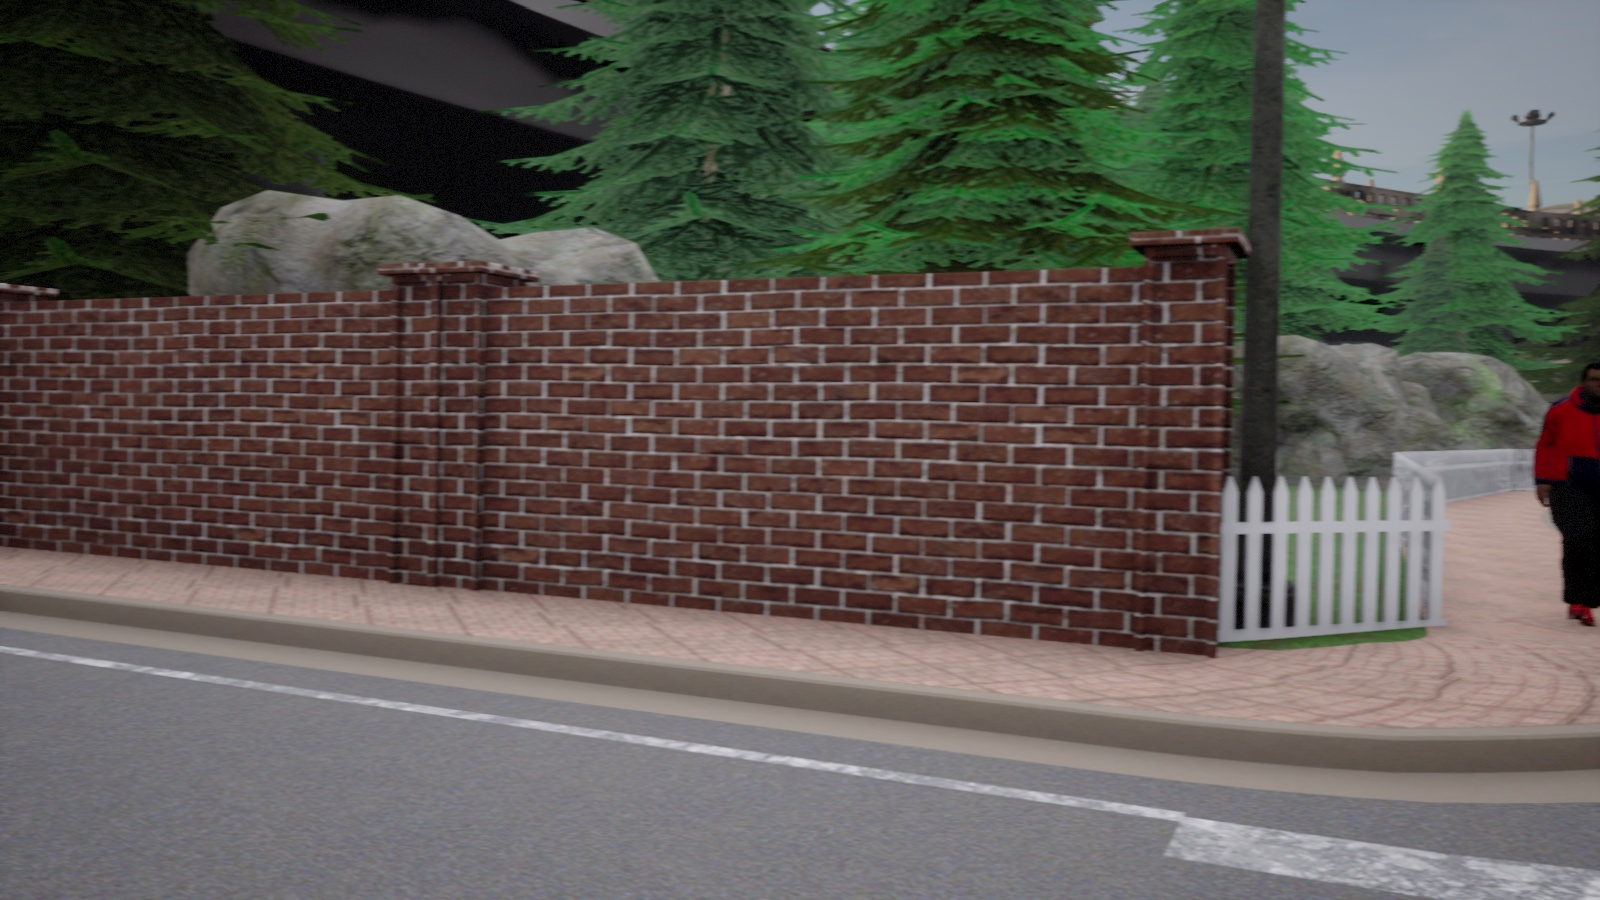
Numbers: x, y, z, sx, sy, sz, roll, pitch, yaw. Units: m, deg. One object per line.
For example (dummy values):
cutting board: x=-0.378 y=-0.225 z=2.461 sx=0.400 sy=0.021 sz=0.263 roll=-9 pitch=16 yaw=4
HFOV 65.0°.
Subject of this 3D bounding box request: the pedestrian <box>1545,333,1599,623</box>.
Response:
pedestrian: x=5.387 y=0.174 z=8.339 sx=0.634 sy=1.844 sz=0.899 roll=1 pitch=1 yaw=24
